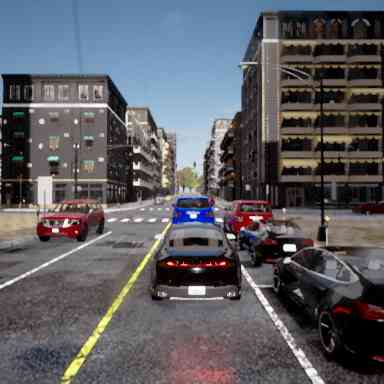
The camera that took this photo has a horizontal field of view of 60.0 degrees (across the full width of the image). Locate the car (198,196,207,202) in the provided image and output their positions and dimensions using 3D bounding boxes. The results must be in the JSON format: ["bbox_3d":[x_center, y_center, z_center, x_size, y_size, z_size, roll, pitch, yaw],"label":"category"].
[{"bbox_3d":[2.496,1.588,77.488,1.947,1.339,4.313,1,0,0],"label":"car"}]

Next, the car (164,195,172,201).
[{"bbox_3d":[-5.898,1.550,82.930,1.752,1.417,4.829,1,0,0],"label":"car"}]

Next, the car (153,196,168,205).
[{"bbox_3d":[-5.960,1.567,60.316,2.008,1.369,4.403,1,0,0],"label":"car"}]

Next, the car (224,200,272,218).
[{"bbox_3d":[2.739,1.319,16.629,2.192,1.841,5.009,1,0,0],"label":"car"}]

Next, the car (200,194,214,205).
[{"bbox_3d":[2.668,1.332,60.404,2.192,1.841,5.009,1,0,0],"label":"car"}]

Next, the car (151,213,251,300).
[{"bbox_3d":[0.081,1.507,8.349,1.837,1.490,4.892,0,0,0],"label":"car"}]

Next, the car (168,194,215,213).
[{"bbox_3d":[0.053,1.226,18.255,2.150,2.045,5.566,0,0,0],"label":"car"}]

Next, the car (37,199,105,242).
[{"bbox_3d":[-5.788,1.319,16.600,2.192,1.841,5.009,1,0,0],"label":"car"}]

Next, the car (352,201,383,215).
[{"bbox_3d":[17.201,1.575,31.030,4.206,1.307,1.802,0,-1,0],"label":"car"}]

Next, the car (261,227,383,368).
[{"bbox_3d":[2.690,1.567,5.754,1.947,1.339,4.313,1,0,0],"label":"car"}]

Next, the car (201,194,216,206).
[{"bbox_3d":[2.692,1.330,54.704,2.192,1.841,5.009,1,0,0],"label":"car"}]

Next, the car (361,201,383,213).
[{"bbox_3d":[22.693,1.736,39.436,4.313,1.339,1.947,0,-1,0],"label":"car"}]

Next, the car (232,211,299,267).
[{"bbox_3d":[2.676,1.568,11.193,1.947,1.339,4.313,1,0,0],"label":"car"}]
